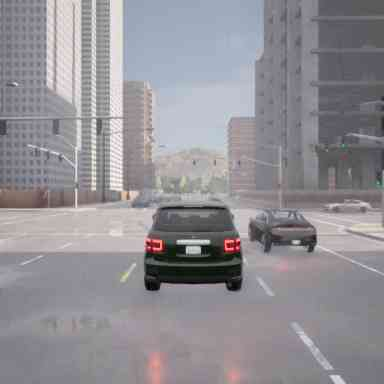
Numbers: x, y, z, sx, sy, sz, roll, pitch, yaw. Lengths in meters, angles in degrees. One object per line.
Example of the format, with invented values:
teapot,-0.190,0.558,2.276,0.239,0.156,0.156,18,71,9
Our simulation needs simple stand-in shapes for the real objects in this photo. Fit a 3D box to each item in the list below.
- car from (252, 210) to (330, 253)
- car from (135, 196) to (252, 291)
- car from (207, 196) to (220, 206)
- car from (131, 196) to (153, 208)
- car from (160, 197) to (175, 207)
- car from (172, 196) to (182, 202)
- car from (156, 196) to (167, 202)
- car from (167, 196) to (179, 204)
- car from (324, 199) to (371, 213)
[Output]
car,3.540,1.491,13.726,2.128,1.511,4.902,0,0,0
car,0.034,1.221,9.149,2.150,2.045,5.566,0,0,0
car,3.380,1.504,54.049,1.837,1.490,4.892,0,0,1
car,-7.381,1.353,47.956,2.097,1.767,4.553,0,0,1
car,-3.833,1.505,52.221,1.837,1.490,4.892,0,0,1
car,-3.413,1.550,77.191,1.994,1.385,4.181,0,0,1
car,-6.928,1.595,76.060,1.895,1.301,4.718,0,0,1
car,-3.646,1.501,63.560,1.837,1.490,4.892,0,1,1
car,16.583,1.526,35.573,4.674,1.442,1.812,0,0,0
